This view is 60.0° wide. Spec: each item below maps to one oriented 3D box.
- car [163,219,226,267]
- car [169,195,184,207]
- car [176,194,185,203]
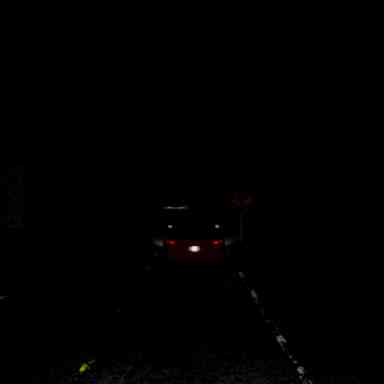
[{"bbox_3d":[0.058,1.637,11.705,1.994,1.385,4.181,0,0,0],"label":"car"},{"bbox_3d":[-2.795,1.783,57.219,1.837,1.490,4.892,0,0,0],"label":"car"},{"bbox_3d":[-2.734,1.453,72.899,2.150,2.045,5.566,0,0,0],"label":"car"}]
